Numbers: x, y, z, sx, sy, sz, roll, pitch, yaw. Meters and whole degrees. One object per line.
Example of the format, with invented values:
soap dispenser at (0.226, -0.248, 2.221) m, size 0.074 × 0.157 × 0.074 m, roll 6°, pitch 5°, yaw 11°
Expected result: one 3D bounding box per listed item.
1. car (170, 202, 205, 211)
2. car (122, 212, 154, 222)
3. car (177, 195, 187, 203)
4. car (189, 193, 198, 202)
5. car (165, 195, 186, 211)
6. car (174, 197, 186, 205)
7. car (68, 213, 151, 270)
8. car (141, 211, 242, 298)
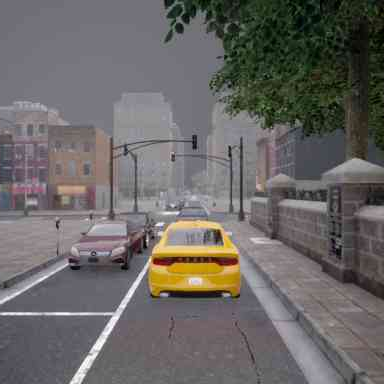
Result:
car at (0.026, 1.546, 19.050) m, size 2.033 × 1.411 × 5.357 m, roll 0°, pitch 0°, yaw 0°
car at (-2.621, 1.565, 14.629) m, size 1.947 × 1.339 × 4.313 m, roll 0°, pitch 0°, yaw 0°
car at (-2.132, 1.480, 71.825) m, size 1.837 × 1.490 × 4.892 m, roll 0°, pitch 0°, yaw 0°
car at (0.368, 1.508, 66.839) m, size 1.812 × 1.442 × 4.674 m, roll 0°, pitch 0°, yaw 0°
car at (-2.239, 1.482, 41.628) m, size 2.128 × 1.511 × 4.902 m, roll 0°, pitch 0°, yaw 0°
car at (-2.201, 1.586, 61.624) m, size 1.895 × 1.301 × 4.718 m, roll 0°, pitch 0°, yaw 0°
car at (-2.625, 1.581, 10.966) m, size 1.802 × 1.307 × 4.206 m, roll 0°, pitch 0°, yaw 0°
car at (0.076, 1.477, 8.561) m, size 1.882 × 1.535 × 5.008 m, roll 0°, pitch 0°, yaw 0°
